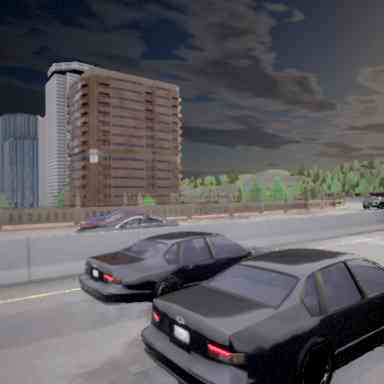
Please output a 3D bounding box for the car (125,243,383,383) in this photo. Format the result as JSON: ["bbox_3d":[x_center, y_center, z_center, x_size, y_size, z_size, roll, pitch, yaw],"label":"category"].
[{"bbox_3d":[1.916,1.608,5.151,5.357,1.411,2.033,0,-1,-36],"label":"car"}]

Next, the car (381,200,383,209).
[{"bbox_3d":[27.806,1.832,45.274,2.128,1.511,4.902,-1,-1,40],"label":"car"}]

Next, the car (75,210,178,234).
[{"bbox_3d":[-2.801,1.762,14.954,4.902,1.511,2.128,0,-1,-36],"label":"car"}]

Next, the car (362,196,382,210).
[{"bbox_3d":[27.449,1.643,50.301,2.150,2.045,5.566,-1,-1,38],"label":"car"}]

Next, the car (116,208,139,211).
[{"bbox_3d":[-3.703,1.816,18.628,5.008,1.535,1.882,0,-1,-36],"label":"car"}]

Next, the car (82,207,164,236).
[{"bbox_3d":[-4.542,1.883,22.349,5.008,1.535,1.882,0,-1,-36],"label":"car"}]

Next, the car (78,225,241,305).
[{"bbox_3d":[0.105,1.677,8.155,5.357,1.411,2.033,0,-1,-36],"label":"car"}]
